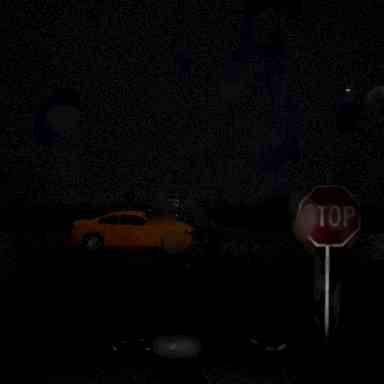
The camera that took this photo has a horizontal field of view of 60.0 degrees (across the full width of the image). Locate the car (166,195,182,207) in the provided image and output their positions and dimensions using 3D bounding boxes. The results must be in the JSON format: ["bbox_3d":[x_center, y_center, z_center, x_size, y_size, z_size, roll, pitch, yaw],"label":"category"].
[{"bbox_3d":[-2.923,1.442,48.698,2.150,2.045,5.566,0,0,0],"label":"car"}]

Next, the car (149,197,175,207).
[{"bbox_3d":[-2.898,1.589,31.189,1.882,1.535,5.008,0,0,0],"label":"car"}]

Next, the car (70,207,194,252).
[{"bbox_3d":[-2.405,1.543,13.794,5.008,1.535,1.882,0,1,0],"label":"car"}]
